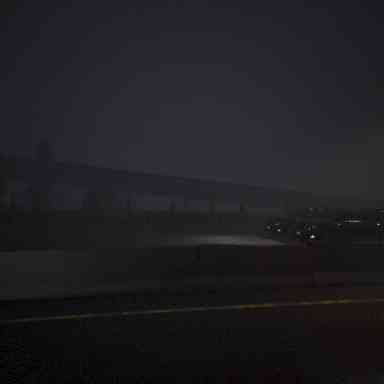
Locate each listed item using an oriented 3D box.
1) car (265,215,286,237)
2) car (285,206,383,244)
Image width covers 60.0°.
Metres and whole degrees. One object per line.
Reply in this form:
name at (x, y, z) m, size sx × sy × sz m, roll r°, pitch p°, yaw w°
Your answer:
car at (7.405, 1.912, 20.777) m, size 5.566 × 2.045 × 2.150 m, roll 2°, pitch -2°, yaw -10°
car at (8.124, 1.831, 17.351) m, size 5.566 × 2.045 × 2.150 m, roll 2°, pitch -2°, yaw -10°
